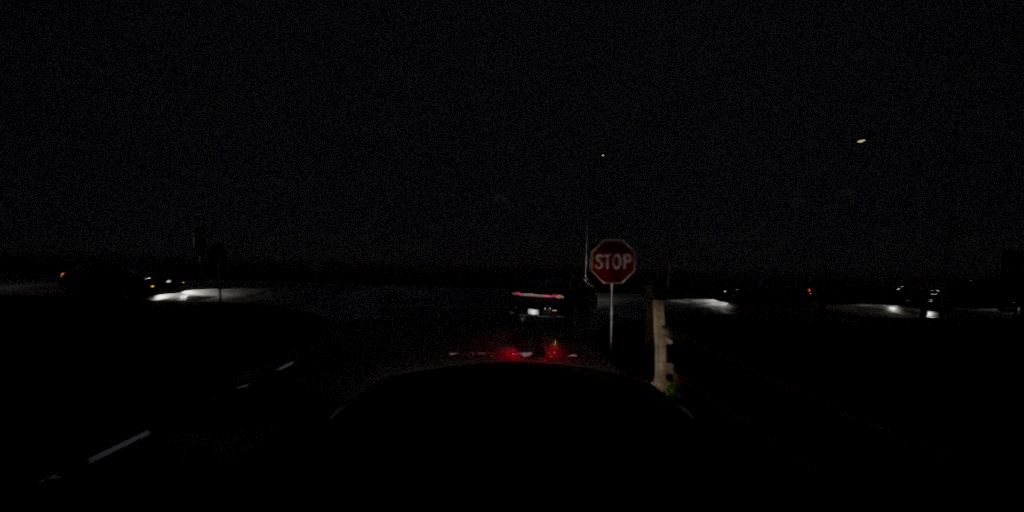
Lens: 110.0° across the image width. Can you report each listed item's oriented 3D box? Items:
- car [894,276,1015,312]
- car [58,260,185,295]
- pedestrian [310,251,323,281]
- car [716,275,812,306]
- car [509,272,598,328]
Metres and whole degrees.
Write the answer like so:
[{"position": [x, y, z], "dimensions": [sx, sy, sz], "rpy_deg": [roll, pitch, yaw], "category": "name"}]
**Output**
[{"position": [23.138, 1.844, 18.843], "dimensions": [4.553, 1.767, 2.097], "rpy_deg": [2, 3, 0], "category": "car"}, {"position": [-17.389, 0.887, 16.103], "dimensions": [4.181, 1.385, 1.994], "rpy_deg": [2, 3, 0], "category": "car"}, {"position": [-12.035, 0.594, 22.033], "dimensions": [0.375, 1.860, 0.375], "rpy_deg": [0, 1, 0], "category": "pedestrian"}, {"position": [13.199, 1.747, 18.884], "dimensions": [4.181, 1.385, 1.994], "rpy_deg": [2, 3, -1], "category": "car"}, {"position": [1.505, 1.280, 11.667], "dimensions": [2.128, 1.511, 4.902], "rpy_deg": [1, 0, 23], "category": "car"}]
